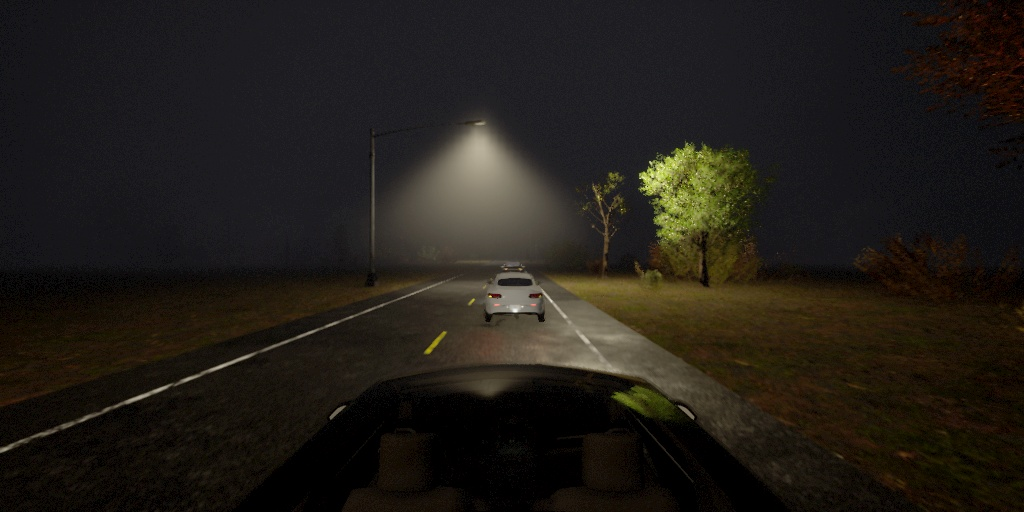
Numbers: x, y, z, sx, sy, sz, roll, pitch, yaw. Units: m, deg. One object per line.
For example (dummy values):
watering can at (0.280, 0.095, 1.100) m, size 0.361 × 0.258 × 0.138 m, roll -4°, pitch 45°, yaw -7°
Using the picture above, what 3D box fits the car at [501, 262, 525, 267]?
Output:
car at (0.079, 1.234, 30.093) m, size 2.128 × 1.511 × 4.902 m, roll 0°, pitch 0°, yaw 0°

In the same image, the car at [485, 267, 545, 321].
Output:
car at (0.092, 1.275, 12.346) m, size 1.812 × 1.442 × 4.674 m, roll 0°, pitch 0°, yaw 0°
